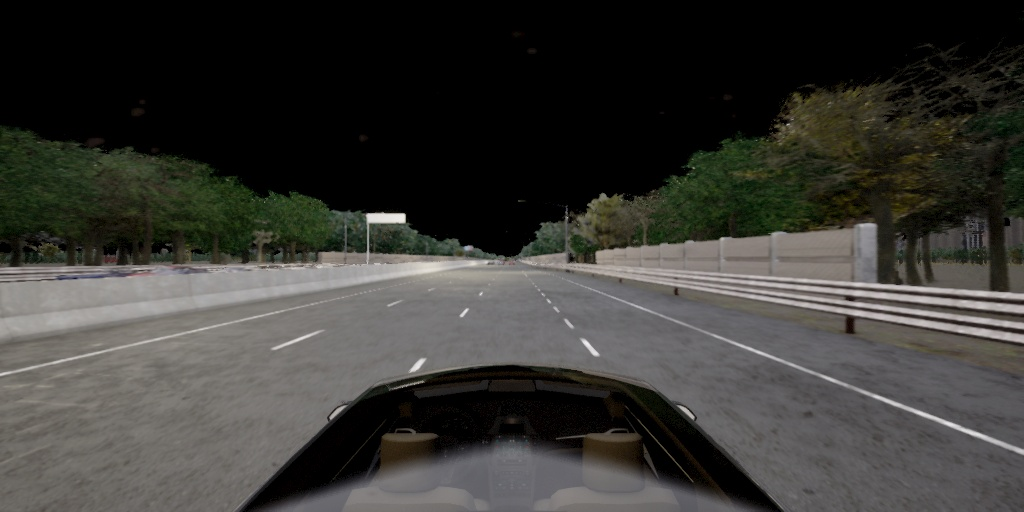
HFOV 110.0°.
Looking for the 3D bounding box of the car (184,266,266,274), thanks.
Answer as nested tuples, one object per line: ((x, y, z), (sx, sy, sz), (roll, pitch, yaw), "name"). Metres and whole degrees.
((-17.609, 1.426, 23.038), (2.128, 1.511, 4.902), (0, -1, 0), "car")

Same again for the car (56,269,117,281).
((-28.108, 1.551, 24.923), (1.895, 1.301, 4.718), (0, 0, 0), "car")

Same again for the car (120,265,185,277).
((-21.113, 1.482, 23.056), (2.033, 1.411, 5.357), (0, -1, 0), "car")

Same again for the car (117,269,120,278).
((-24.608, 1.436, 25.867), (1.882, 1.535, 5.008), (0, -1, 0), "car")
